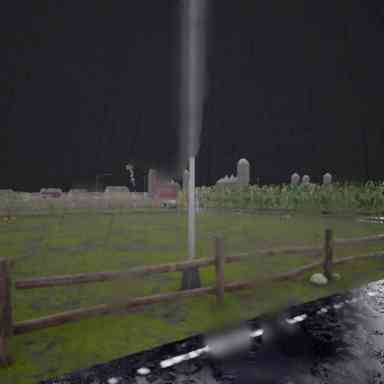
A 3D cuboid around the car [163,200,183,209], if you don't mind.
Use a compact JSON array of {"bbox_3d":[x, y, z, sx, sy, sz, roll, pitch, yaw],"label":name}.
[{"bbox_3d":[-3.549,2.196,59.932,1.882,1.535,5.008,0,-1,-35],"label":"car"}]
